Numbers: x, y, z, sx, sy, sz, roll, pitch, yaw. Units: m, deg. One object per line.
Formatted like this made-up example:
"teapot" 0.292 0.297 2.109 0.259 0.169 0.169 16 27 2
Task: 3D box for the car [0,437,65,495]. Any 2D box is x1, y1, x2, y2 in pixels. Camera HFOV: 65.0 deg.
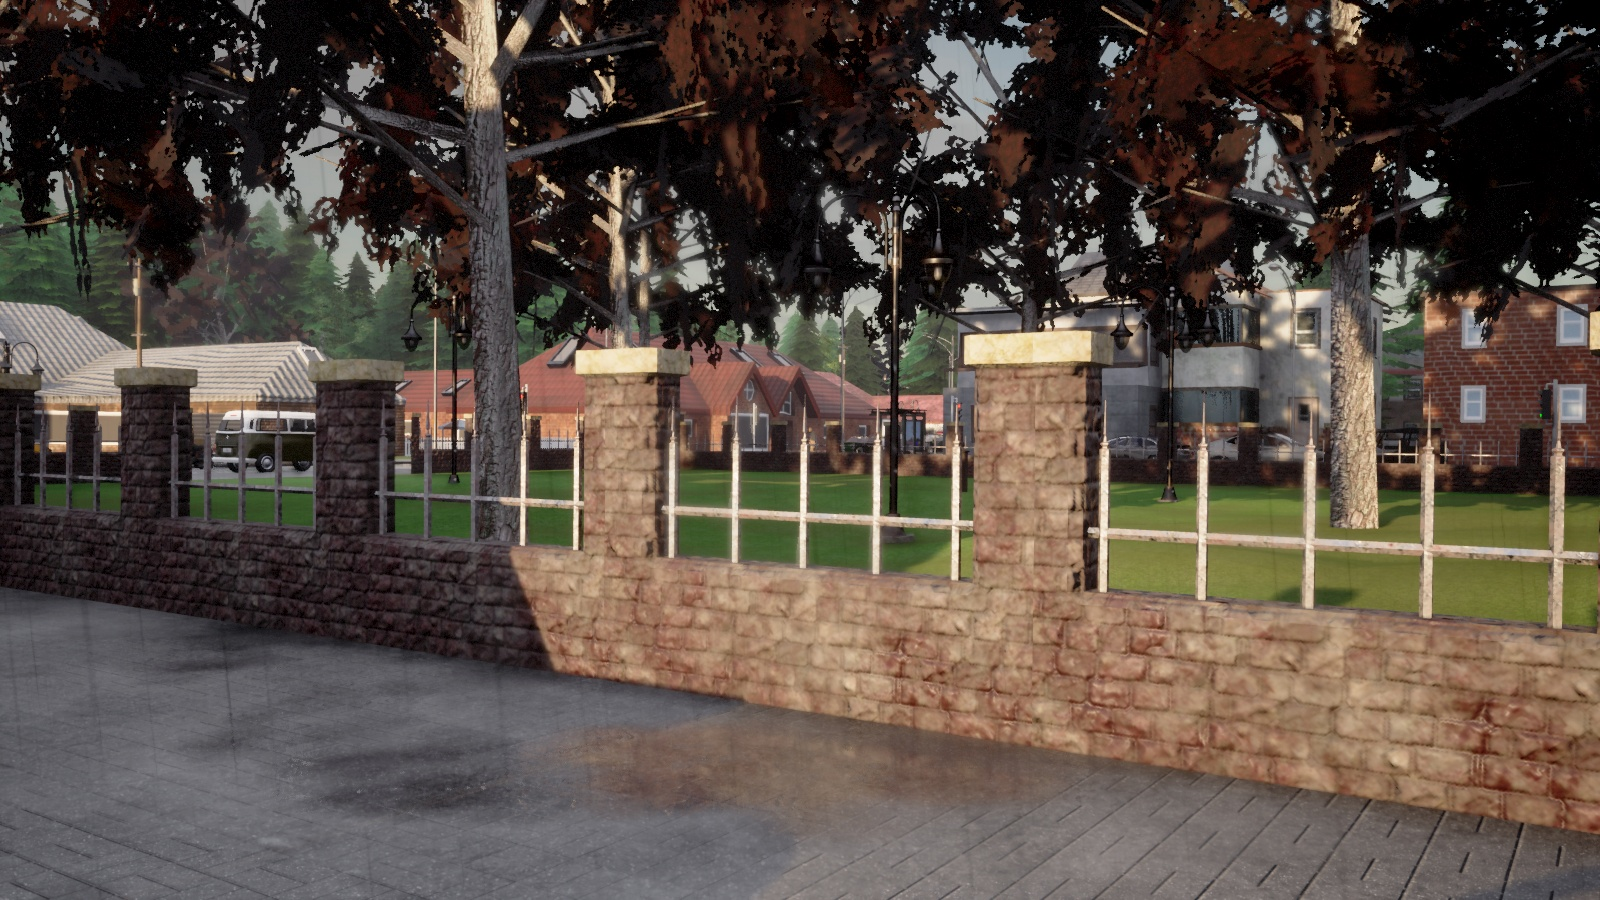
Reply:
"car" -22.672 0.457 33.476 1.882 1.535 5.008 0 1 32

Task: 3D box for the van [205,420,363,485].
"van" -17.129 0.038 41.871 2.069 2.038 4.480 0 1 32

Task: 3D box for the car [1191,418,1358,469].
"car" 16.191 -0.222 42.943 5.027 1.651 2.152 0 1 31

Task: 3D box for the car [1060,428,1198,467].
"car" 13.053 -0.112 49.923 4.902 1.511 2.128 0 1 34

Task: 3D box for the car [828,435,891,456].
"car" 3.863 -0.306 80.773 1.895 1.301 4.718 0 1 34

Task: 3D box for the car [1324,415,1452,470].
"car" 20.905 -0.272 44.696 3.866 1.878 1.905 0 1 34

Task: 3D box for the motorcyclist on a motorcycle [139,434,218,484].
"motorcyclist on a motorcycle" -21.259 0.287 42.996 0.766 1.649 2.350 0 1 34

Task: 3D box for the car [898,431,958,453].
"car" 9.059 -0.560 88.604 2.163 1.488 4.792 0 1 34
